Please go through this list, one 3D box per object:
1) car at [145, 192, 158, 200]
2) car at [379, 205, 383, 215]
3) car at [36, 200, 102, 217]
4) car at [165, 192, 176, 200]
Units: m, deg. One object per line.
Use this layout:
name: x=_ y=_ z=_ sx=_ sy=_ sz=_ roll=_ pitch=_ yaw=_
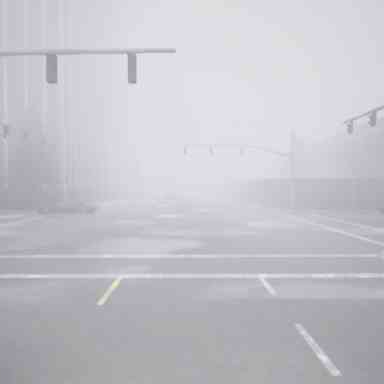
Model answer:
car: x=-7.298 y=0.737 z=59.982 sx=1.994 sy=1.385 sz=4.181 roll=0 pitch=1 yaw=0
car: x=17.675 y=1.206 z=26.658 sx=5.008 sy=1.535 sz=1.882 roll=-1 pitch=1 yaw=0
car: x=-9.762 y=1.266 z=26.486 sx=4.718 sy=1.301 sz=1.895 roll=0 pitch=1 yaw=0
car: x=-3.789 y=0.723 z=59.889 sx=2.033 sy=1.411 sz=5.357 roll=0 pitch=1 yaw=0
